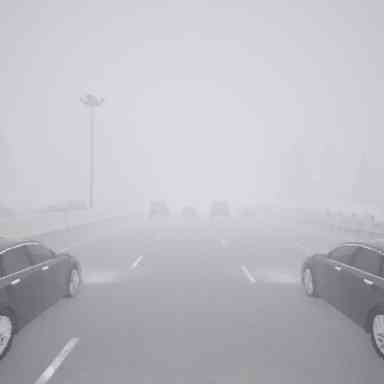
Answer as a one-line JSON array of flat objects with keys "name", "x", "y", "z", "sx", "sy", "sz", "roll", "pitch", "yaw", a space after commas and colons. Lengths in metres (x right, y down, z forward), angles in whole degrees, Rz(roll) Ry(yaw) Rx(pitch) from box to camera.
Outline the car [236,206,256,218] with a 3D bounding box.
[{"name": "car", "x": 6.701, "y": 2.464, "z": 41.272, "sx": 1.837, "sy": 1.490, "sz": 4.892, "roll": 0, "pitch": -1, "yaw": -1}]

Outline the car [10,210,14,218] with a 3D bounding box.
[{"name": "car", "x": -21.448, "y": 2.241, "z": 36.803, "sx": 1.994, "sy": 1.385, "sz": 4.181, "roll": 0, "pitch": -2, "yaw": 0}]

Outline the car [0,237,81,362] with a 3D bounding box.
[{"name": "car", "x": -3.478, "y": 1.565, "z": 5.845, "sx": 1.837, "sy": 1.490, "sz": 4.892, "roll": 0, "pitch": -1, "yaw": -1}]

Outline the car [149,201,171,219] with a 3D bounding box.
[{"name": "car", "x": -3.795, "y": 2.080, "z": 39.694, "sx": 2.150, "sy": 2.045, "sz": 5.566, "roll": 0, "pitch": -1, "yaw": -1}]

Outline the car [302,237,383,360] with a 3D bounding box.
[{"name": "car", "x": 3.521, "y": 1.604, "z": 5.970, "sx": 1.837, "sy": 1.490, "sz": 4.892, "roll": 0, "pitch": -1, "yaw": -1}]

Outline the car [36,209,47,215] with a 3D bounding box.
[{"name": "car", "x": -17.980, "y": 2.420, "z": 42.779, "sx": 2.033, "sy": 1.411, "sz": 5.357, "roll": 0, "pitch": -2, "yaw": 0}]

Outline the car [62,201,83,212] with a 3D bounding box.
[{"name": "car", "x": -14.472, "y": 2.050, "z": 40.709, "sx": 2.150, "sy": 2.045, "sz": 5.566, "roll": 0, "pitch": -2, "yaw": 0}]

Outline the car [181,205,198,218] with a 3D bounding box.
[{"name": "car", "x": -0.309, "y": 2.453, "z": 42.149, "sx": 1.837, "sy": 1.490, "sz": 4.892, "roll": 0, "pitch": -1, "yaw": 0}]

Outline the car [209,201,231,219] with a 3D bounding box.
[{"name": "car", "x": 3.222, "y": 2.100, "z": 39.143, "sx": 2.150, "sy": 2.045, "sz": 5.566, "roll": 0, "pitch": -1, "yaw": -1}]
